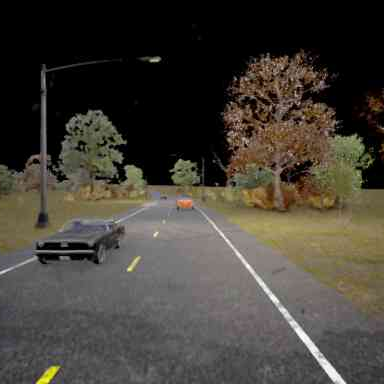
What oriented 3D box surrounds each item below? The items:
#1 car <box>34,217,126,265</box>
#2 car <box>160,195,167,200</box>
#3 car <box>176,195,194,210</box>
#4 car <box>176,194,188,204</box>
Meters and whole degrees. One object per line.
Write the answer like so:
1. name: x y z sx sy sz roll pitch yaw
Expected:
1. car: -3.688 1.602 11.774 1.895 1.301 4.718 0 0 -1
2. car: -7.528 1.478 88.578 1.895 1.301 4.718 0 0 -5
3. car: -0.900 1.323 43.536 2.097 1.767 4.553 0 0 -3
4. car: -1.900 1.294 62.104 2.097 1.767 4.553 0 0 -4
